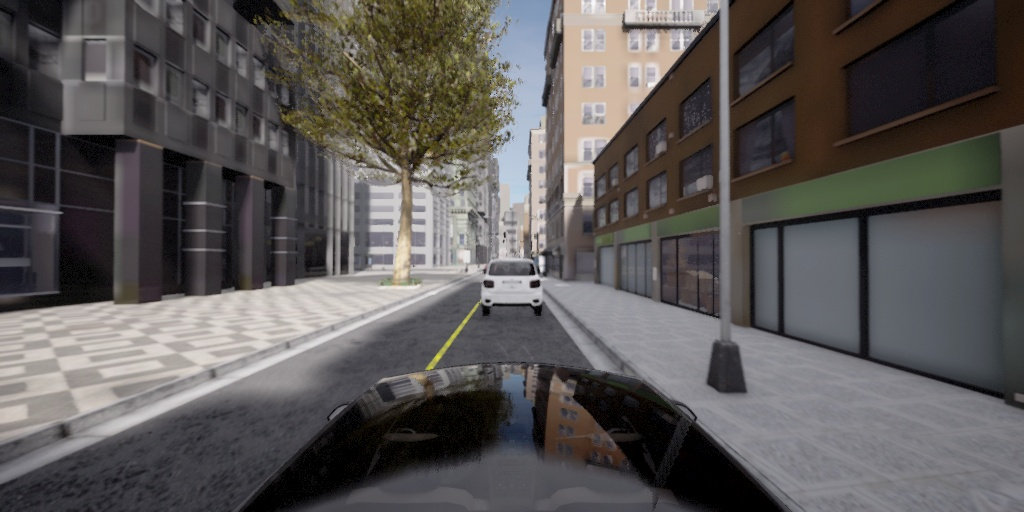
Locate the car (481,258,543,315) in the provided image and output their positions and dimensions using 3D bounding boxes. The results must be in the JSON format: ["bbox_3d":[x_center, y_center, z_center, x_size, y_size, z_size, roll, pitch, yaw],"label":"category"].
[{"bbox_3d":[0.007,1.101,14.428,2.150,2.045,5.566,0,0,0],"label":"car"}]

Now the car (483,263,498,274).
[{"bbox_3d":[-3.023,1.750,51.311,1.812,1.442,4.674,0,-1,0],"label":"car"}]
